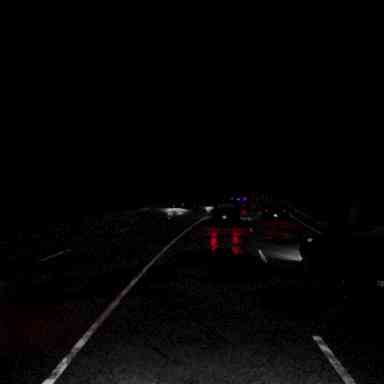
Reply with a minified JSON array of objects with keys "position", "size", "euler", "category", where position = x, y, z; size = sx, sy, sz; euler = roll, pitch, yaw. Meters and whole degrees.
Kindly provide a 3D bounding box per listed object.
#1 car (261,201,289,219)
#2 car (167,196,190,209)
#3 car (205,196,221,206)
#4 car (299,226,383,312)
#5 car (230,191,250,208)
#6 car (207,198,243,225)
[{"position":[6.548,1.413,26.671],"size":[1.895,1.301,4.718],"euler":[0,0,10],"category":"car"},{"position":[-1.560,1.222,40.719],"size":[2.033,1.411,5.357],"euler":[0,0,12],"category":"car"},{"position":[3.099,1.199,45.648],"size":[2.033,1.411,5.357],"euler":[0,0,13],"category":"car"},{"position":[3.991,1.497,7.727],"size":[2.033,1.411,5.357],"euler":[0,0,4],"category":"car"},{"position":[5.903,0.918,41.132],"size":[2.150,2.045,5.566],"euler":[0,1,12],"category":"car"},{"position":[2.349,1.355,22.753],"size":[1.812,1.442,4.674],"euler":[0,1,9],"category":"car"}]
